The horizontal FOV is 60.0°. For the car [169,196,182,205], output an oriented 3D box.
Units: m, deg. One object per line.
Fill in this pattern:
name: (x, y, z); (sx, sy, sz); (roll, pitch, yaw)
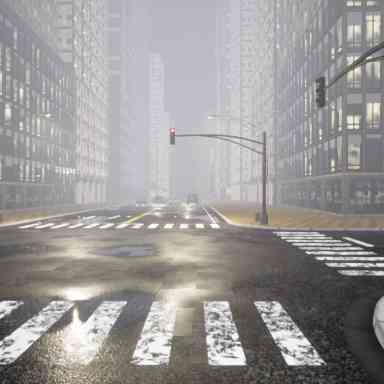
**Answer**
car: (-3.130, 1.702, 60.206); (1.895, 1.301, 4.718); (0, 0, 0)

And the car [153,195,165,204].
car: (-6.372, 1.468, 64.382); (2.097, 1.767, 4.553); (0, 0, 0)

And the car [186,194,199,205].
car: (0.120, 1.322, 60.201); (2.150, 2.045, 5.566); (0, 0, 0)

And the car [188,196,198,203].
car: (0.141, 1.541, 70.588); (1.994, 1.385, 4.181); (0, 0, 0)

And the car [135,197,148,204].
car: (-9.622, 1.664, 64.357); (2.033, 1.411, 5.357); (0, 0, 0)

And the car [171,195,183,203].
car: (-3.110, 1.495, 70.178); (2.128, 1.511, 4.902); (0, 0, 0)
